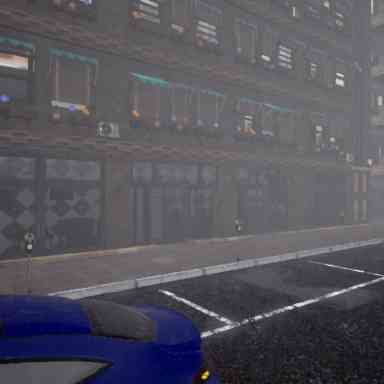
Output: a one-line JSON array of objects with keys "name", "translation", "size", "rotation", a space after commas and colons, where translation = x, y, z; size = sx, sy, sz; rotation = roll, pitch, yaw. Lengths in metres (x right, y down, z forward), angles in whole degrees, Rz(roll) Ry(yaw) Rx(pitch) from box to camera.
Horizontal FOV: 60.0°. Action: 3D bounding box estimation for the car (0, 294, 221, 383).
[{"name": "car", "translation": [-1.918, 1.526, 2.010], "size": [4.674, 1.442, 1.812], "rotation": [0, 0, -35]}]
